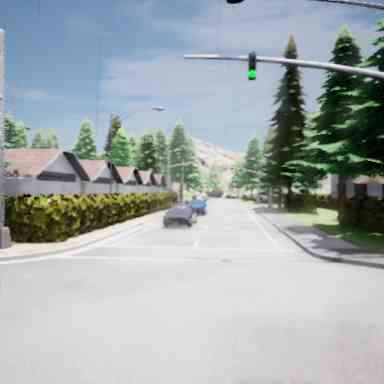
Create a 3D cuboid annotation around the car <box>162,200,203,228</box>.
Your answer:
[{"bbox_3d":[-0.691,1.566,23.093,2.033,1.411,5.357,1,0,7],"label":"car"}]

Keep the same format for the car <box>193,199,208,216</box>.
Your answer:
[{"bbox_3d":[0.506,1.469,33.306,1.882,1.535,5.008,1,0,7],"label":"car"}]
